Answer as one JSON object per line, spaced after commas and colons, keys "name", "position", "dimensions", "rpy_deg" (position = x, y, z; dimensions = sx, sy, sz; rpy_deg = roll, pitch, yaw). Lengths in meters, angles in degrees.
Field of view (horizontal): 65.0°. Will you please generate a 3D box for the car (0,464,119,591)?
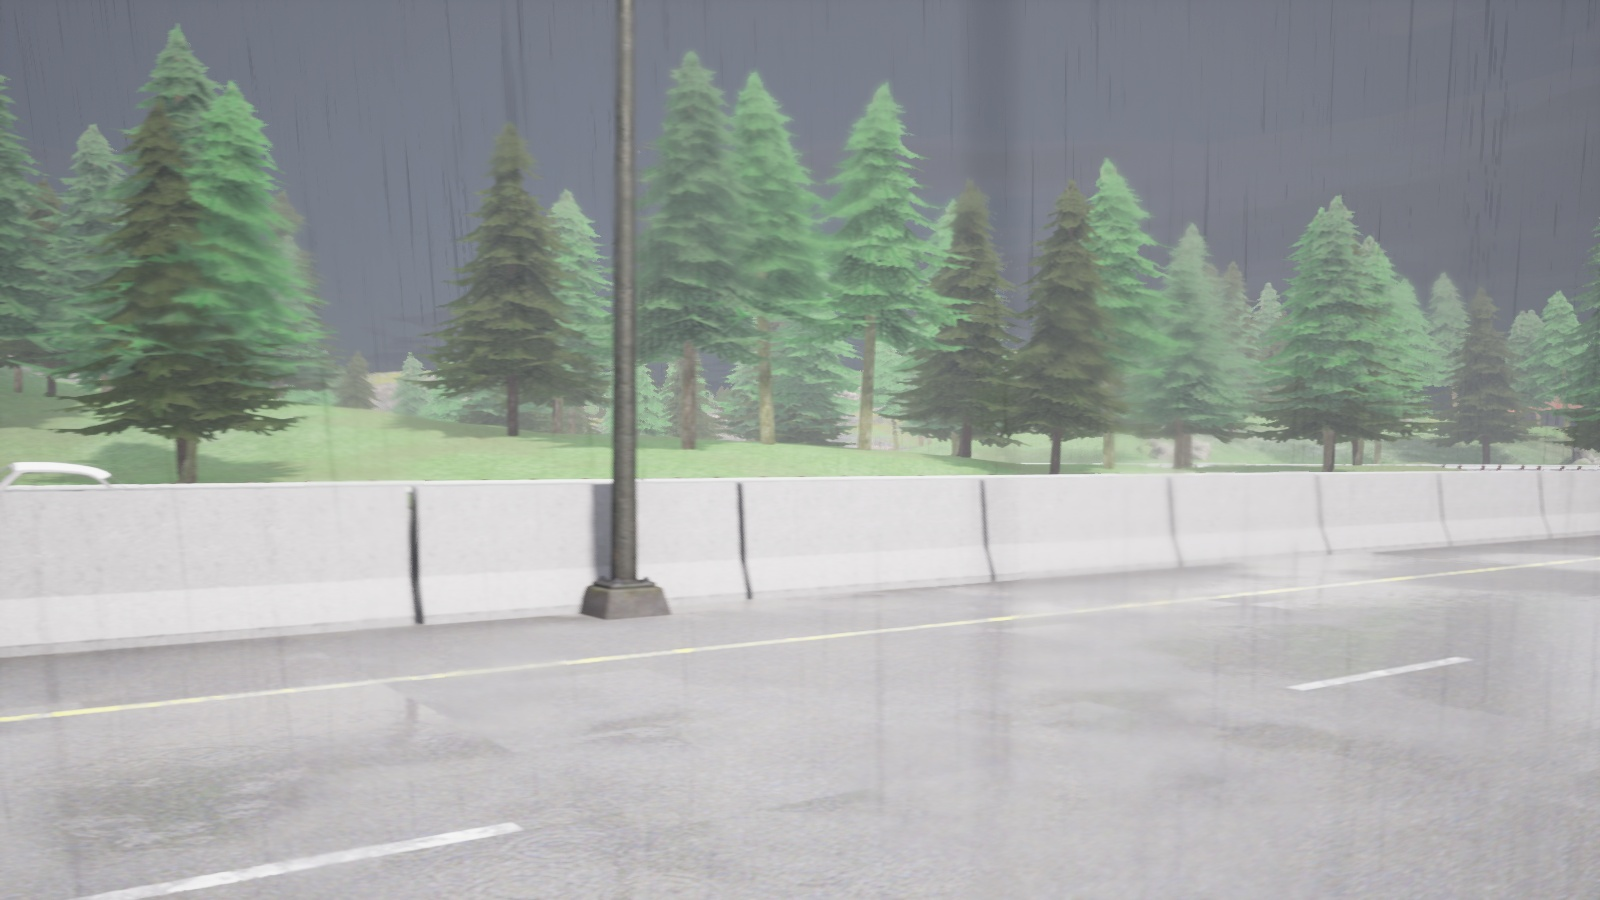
{"name": "car", "position": [-9.131, 0.854, 14.360], "dimensions": [2.207, 1.376, 1.481], "rpy_deg": [0, 0, -35]}
